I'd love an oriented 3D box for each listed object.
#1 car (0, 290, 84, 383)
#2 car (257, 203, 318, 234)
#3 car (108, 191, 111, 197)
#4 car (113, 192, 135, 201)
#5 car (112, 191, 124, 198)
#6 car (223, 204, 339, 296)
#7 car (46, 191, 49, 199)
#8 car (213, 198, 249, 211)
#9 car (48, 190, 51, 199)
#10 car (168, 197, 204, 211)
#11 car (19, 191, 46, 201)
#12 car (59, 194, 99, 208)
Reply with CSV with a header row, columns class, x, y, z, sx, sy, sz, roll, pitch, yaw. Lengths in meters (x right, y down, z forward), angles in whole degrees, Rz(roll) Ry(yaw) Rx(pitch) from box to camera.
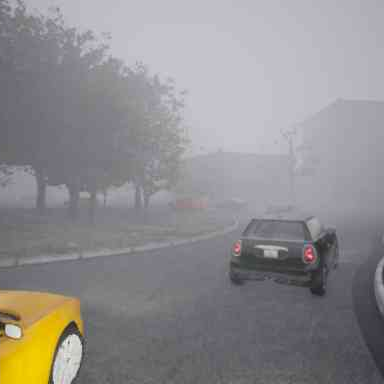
class,x,y,z,sx,sy,sz,roll,pitch,yaw
car,-2.465,1.461,2.184,1.882,1.535,5.008,0,0,7
car,5.948,1.507,20.281,1.837,1.490,4.892,-1,-1,38
car,-19.809,1.103,92.082,5.008,1.535,2.097,0,1,-17
car,-15.054,1.317,76.091,4.792,1.488,2.163,0,0,-17
car,-16.552,1.117,81.315,4.553,1.767,2.185,0,0,-17
car,2.686,1.342,9.037,2.097,1.767,4.553,0,0,28
car,-35.656,1.186,74.720,5.008,1.535,2.097,0,0,-17
car,4.404,1.464,38.471,1.882,1.535,5.008,0,-1,-34
car,-37.203,1.001,80.010,4.553,1.767,2.185,0,1,-17
car,-0.784,1.340,39.399,4.553,1.767,2.097,0,0,44
car,-34.827,1.086,72.083,4.553,1.767,2.185,0,0,-17
car,-15.943,1.426,47.850,5.008,1.535,1.882,0,-1,-3
